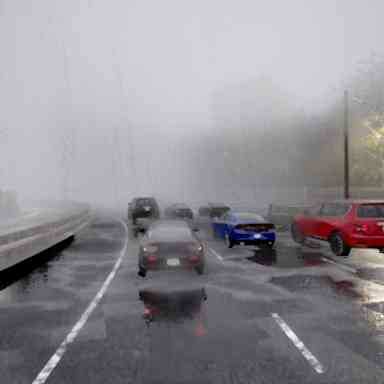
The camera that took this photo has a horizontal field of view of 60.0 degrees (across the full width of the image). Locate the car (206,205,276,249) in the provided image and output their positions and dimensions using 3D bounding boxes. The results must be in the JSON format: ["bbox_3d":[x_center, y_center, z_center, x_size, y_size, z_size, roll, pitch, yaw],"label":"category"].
[{"bbox_3d":[2.196,1.597,15.443,1.882,1.535,5.008,0,-1,-8],"label":"car"}]

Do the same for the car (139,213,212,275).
[{"bbox_3d":[-0.704,1.616,10.686,1.812,1.442,4.674,0,0,-6],"label":"car"}]

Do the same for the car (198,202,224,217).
[{"bbox_3d":[2.058,1.731,31.824,1.882,1.535,5.008,0,-1,-16],"label":"car"}]

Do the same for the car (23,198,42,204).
[{"bbox_3d":[-39.926,2.211,82.070,4.902,1.511,2.128,-1,-1,38],"label":"car"}]

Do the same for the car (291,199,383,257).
[{"bbox_3d":[6.041,1.312,13.531,2.150,2.045,5.566,0,0,-7],"label":"car"}]

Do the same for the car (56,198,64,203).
[{"bbox_3d":[-35.516,2.210,87.526,5.008,1.535,1.882,-1,-1,40],"label":"car"}]

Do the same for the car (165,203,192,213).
[{"bbox_3d":[-1.273,1.783,30.822,1.812,1.442,4.674,0,-1,-16],"label":"car"}]

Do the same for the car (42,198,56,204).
[{"bbox_3d":[-37.728,2.224,84.793,4.902,1.511,2.128,-1,-1,38],"label":"car"}]

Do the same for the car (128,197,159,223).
[{"bbox_3d":[-4.190,1.469,28.410,2.150,2.045,5.566,0,0,-15],"label":"car"}]
